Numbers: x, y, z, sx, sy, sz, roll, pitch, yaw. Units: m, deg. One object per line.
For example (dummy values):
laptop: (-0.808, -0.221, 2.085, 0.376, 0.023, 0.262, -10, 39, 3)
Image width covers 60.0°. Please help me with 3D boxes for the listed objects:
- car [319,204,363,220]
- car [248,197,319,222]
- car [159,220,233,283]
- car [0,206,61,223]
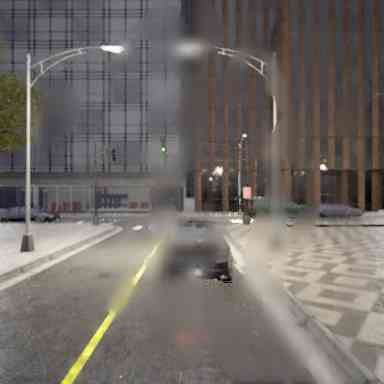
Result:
car: (12.818, 1.807, 30.846, 5.357, 1.411, 2.033, 0, 0, 0)
car: (7.375, 1.486, 28.282, 5.566, 2.045, 2.150, 0, -2, -2)
car: (0.101, 1.609, 9.996, 1.837, 1.490, 4.892, 0, 0, 0)
car: (-13.817, 1.887, 27.688, 5.357, 1.411, 2.033, 0, 0, 1)
